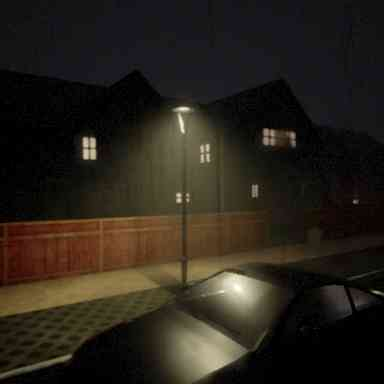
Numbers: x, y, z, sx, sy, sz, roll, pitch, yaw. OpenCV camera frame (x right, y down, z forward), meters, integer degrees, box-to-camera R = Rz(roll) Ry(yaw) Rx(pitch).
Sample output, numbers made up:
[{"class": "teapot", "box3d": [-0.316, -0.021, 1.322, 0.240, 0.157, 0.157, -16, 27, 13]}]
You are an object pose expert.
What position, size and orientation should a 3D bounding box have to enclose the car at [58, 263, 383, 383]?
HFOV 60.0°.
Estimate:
[{"class": "car", "box3d": [0.796, 1.571, 3.643, 4.181, 1.385, 1.994, 0, 0, -36]}]
